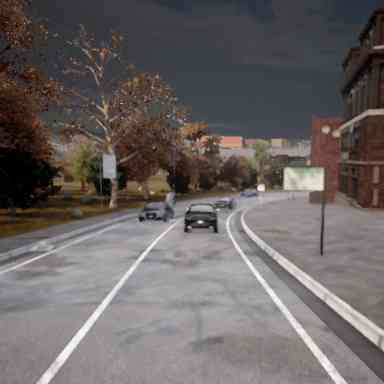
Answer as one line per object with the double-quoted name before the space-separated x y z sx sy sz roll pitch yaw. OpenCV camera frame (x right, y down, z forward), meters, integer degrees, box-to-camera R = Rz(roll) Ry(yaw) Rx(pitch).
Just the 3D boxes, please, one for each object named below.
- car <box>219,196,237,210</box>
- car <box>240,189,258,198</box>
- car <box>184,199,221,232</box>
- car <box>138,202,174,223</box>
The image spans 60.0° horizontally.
"car" 3.938 1.226 38.175 1.812 1.442 4.674 2 2 16
"car" 10.727 0.162 62.777 2.097 1.767 4.553 4 4 31
"car" 0.652 1.432 20.124 1.882 1.535 5.008 0 0 5
"car" -2.552 1.443 24.549 1.994 1.385 4.181 1 1 7
